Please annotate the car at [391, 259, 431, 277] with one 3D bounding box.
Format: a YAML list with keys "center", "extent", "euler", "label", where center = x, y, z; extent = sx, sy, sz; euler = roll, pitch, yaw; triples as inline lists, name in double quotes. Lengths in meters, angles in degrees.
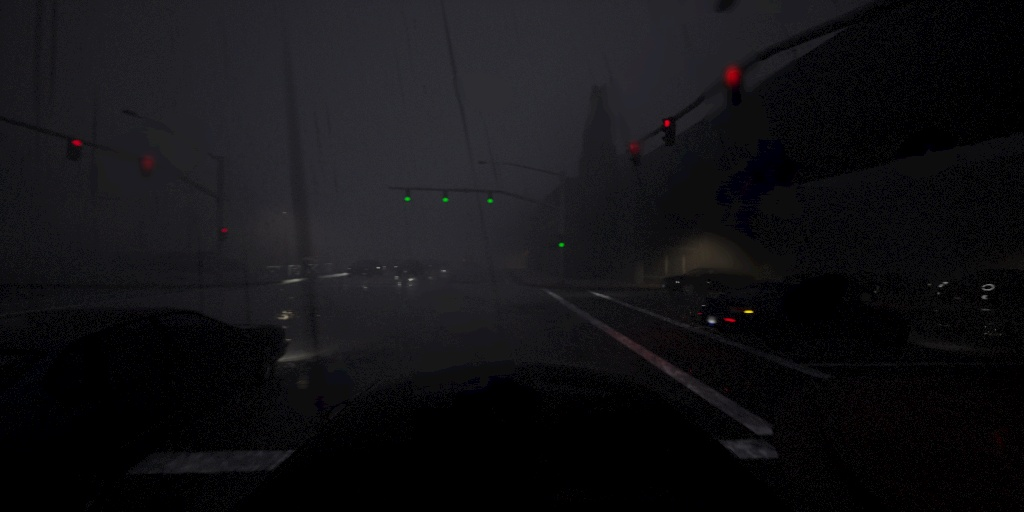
- center: [-9.549, 1.120, 34.176]
  extent: [2.128, 1.511, 4.902]
  euler: [1, 0, -3]
  label: "car"

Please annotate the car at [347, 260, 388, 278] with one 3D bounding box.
- center: [-12.936, 1.060, 31.894]
  extent: [1.882, 1.535, 5.008]
  euler: [1, 0, -3]
  label: "car"

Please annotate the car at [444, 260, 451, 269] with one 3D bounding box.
- center: [-10.352, 1.223, 53.677]
  extent: [1.895, 1.301, 4.718]
  euler: [1, 0, -2]
  label: "car"

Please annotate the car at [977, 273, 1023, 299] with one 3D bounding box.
- center: [30.293, 1.730, 20.826]
  extent: [4.181, 1.385, 1.994]
  euler: [1, 0, -3]
  label: "car"

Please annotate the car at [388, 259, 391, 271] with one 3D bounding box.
- center: [-13.378, 1.083, 41.223]
  extent: [1.837, 1.490, 4.892]
  euler: [1, 0, -3]
  label: "car"

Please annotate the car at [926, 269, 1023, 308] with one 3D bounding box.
- center: [22.989, 1.418, 16.853]
  extent: [4.553, 1.767, 2.097]
  euler: [1, 0, -4]
  label: "car"

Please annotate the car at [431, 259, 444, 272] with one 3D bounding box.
- center: [-9.981, 1.103, 43.711]
  extent: [1.882, 1.535, 5.008]
  euler: [1, 0, -2]
  label: "car"

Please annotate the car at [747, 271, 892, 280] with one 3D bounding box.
- center: [13.800, 1.446, 16.255]
  extent: [4.892, 1.490, 1.837]
  euler: [1, 0, -4]
  label: "car"

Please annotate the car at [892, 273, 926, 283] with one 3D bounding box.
- center: [20.356, 1.578, 20.191]
  extent: [5.357, 1.411, 2.033]
  euler: [1, 0, -4]
  label: "car"

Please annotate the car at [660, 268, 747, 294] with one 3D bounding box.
- center: [10.640, 1.390, 19.556]
  extent: [4.902, 1.511, 2.128]
  euler: [1, 0, -4]
  label: "car"

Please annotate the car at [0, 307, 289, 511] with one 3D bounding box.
- center: [-4.192, 1.241, 3.603]
  extent: [2.033, 1.411, 5.357]
  euler: [1, 0, -13]
  label: "car"

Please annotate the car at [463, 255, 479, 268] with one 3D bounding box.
- center: [-7.121, 0.889, 60.843]
  extent: [2.150, 2.045, 5.566]
  euler: [1, 0, -2]
  label: "car"

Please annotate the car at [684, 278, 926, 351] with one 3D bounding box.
- center: [7.038, 1.373, 8.845]
  extent: [4.674, 1.442, 1.812]
  euler: [1, -1, -8]
  label: "car"
